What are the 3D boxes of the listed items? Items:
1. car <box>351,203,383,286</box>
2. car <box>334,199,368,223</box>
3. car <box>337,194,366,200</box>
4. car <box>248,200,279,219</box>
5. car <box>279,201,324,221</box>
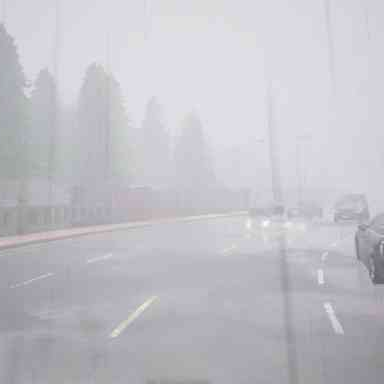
[{"bbox_3d":[5.886,1.351,9.219,2.097,1.767,4.553,0,0,20],"label":"car"},{"bbox_3d":[11.970,1.526,24.867,1.812,1.442,4.674,0,0,36],"label":"car"},{"bbox_3d":[17.767,1.225,37.370,2.150,2.045,5.566,0,0,7],"label":"car"},{"bbox_3d":[6.851,1.479,29.973,1.882,1.535,5.008,0,0,37],"label":"car"},{"bbox_3d":[9.416,1.493,27.566,2.128,1.511,4.902,0,0,37],"label":"car"}]
